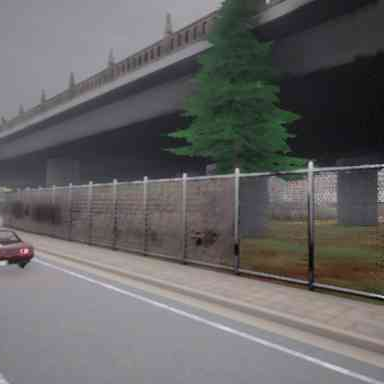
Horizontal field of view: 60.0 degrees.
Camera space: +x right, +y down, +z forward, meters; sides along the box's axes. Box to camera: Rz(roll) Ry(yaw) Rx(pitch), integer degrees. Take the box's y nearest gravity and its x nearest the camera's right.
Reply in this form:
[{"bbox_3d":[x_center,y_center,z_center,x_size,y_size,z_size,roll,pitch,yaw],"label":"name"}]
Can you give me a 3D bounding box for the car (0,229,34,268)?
[{"bbox_3d":[-7.447,1.987,12.038,1.895,1.301,4.718,3,-3,-43],"label":"car"}]
